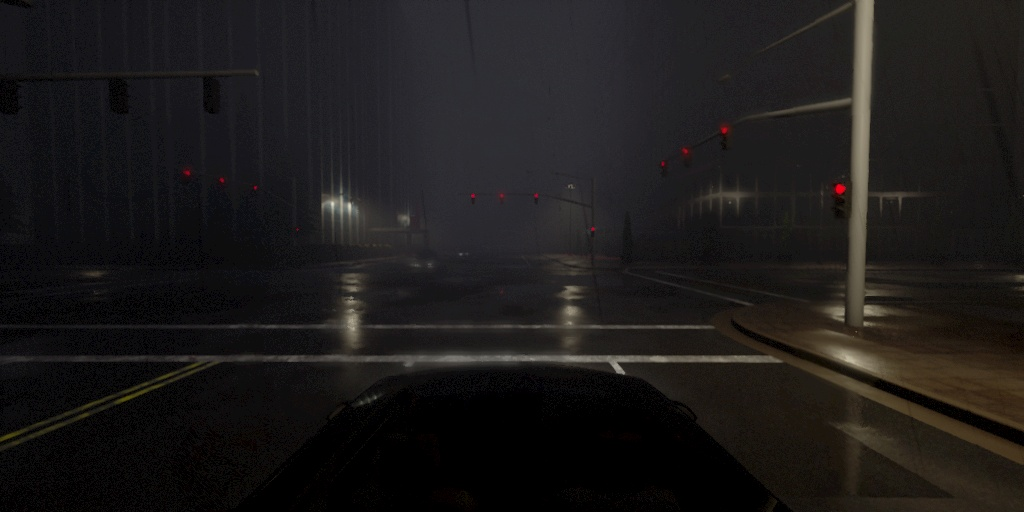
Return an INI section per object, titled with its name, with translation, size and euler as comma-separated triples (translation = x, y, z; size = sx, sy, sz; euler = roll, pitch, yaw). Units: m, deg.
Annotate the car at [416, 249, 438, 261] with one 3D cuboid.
[car]
translation = -10.508, -0.131, 44.400
size = 1.882, 1.535, 5.008
euler = 0, 3, 0
